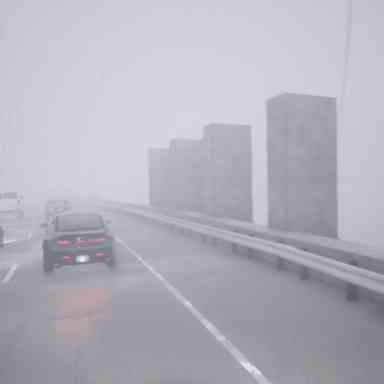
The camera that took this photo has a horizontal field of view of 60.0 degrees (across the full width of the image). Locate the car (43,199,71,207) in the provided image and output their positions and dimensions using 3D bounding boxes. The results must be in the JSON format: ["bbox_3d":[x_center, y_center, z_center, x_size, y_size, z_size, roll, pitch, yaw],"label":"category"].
[{"bbox_3d":[-10.051,1.213,25.023,2.033,1.411,5.357,-2,1,-26],"label":"car"}]

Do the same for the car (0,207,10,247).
[{"bbox_3d":[-7.678,1.472,11.246,1.994,1.385,4.181,-2,1,-22],"label":"car"}]

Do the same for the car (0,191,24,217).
[{"bbox_3d":[-14.998,0.937,27.068,2.150,2.045,5.566,-2,1,-27],"label":"car"}]

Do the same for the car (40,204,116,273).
[{"bbox_3d":[-3.557,1.353,10.367,1.837,1.490,4.892,-2,1,-21],"label":"car"}]
